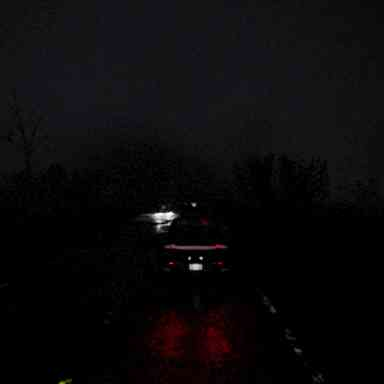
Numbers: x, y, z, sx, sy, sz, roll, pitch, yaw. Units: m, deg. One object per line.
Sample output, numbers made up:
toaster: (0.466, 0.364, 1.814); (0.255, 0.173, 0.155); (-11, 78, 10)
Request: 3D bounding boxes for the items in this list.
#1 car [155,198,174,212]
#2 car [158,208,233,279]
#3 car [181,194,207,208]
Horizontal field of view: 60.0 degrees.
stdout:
car: (-2.992, 1.396, 37.336); (2.128, 1.511, 4.902); (0, 0, 0)
car: (0.104, 1.471, 9.939); (2.128, 1.511, 4.902); (0, 0, 0)
car: (0.175, 1.147, 29.916); (2.150, 2.045, 5.566); (0, 0, 0)
